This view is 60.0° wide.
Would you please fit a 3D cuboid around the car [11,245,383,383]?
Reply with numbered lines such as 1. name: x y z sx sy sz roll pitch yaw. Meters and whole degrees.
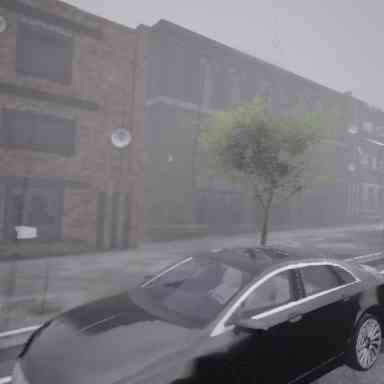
1. car: 0.562 1.496 4.085 4.902 1.511 2.128 0 0 -36
